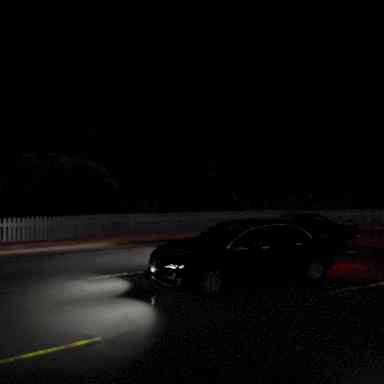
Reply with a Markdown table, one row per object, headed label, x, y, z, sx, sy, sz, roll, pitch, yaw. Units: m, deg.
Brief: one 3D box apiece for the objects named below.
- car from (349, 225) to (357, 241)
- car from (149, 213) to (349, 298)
| label | x | y | z | sx | sy | sz | roll | pitch | yaw |
| --- | --- | --- | --- | --- | --- | --- | --- | --- | --- |
| car | 4.097 | 1.537 | 13.350 | 4.718 | 1.301 | 1.895 | 0 | 0 | -20 |
| car | 1.349 | 1.459 | 8.308 | 4.892 | 1.490 | 1.837 | 0 | 0 | -25 |
